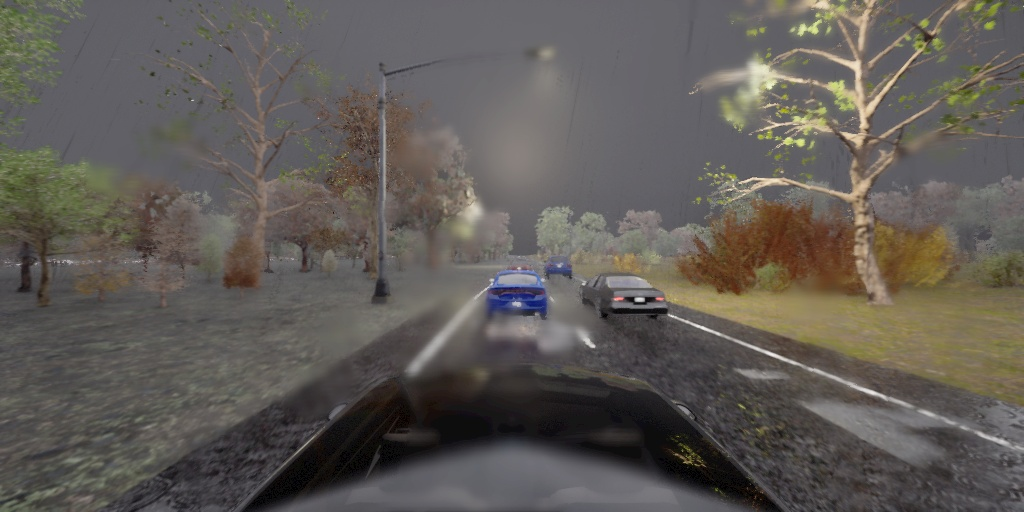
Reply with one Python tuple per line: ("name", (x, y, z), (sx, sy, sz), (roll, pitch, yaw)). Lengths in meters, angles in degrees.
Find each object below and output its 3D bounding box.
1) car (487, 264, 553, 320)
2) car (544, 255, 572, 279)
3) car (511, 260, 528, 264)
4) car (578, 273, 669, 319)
("car", (0.197, 1.228, 12.688), (1.882, 1.535, 5.008), (0, 0, 1))
("car", (4.176, 0.973, 32.969), (2.150, 2.045, 5.566), (0, 0, 2))
("car", (0.686, 1.103, 33.189), (2.097, 1.767, 4.553), (0, 0, 2))
("car", (3.688, 1.299, 12.773), (2.033, 1.411, 5.357), (0, 0, 1))
